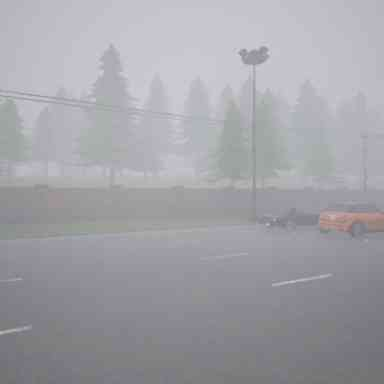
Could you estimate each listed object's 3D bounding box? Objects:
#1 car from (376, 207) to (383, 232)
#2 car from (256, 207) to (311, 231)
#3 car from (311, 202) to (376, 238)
[{"bbox_3d":[10.716,1.471,14.612,4.902,1.511,2.128,0,0,-28],"label":"car"},{"bbox_3d":[6.297,1.569,20.178,4.718,1.301,1.895,0,0,-28],"label":"car"},{"bbox_3d":[8.877,1.326,17.597,4.553,1.767,2.097,0,0,-28],"label":"car"}]
